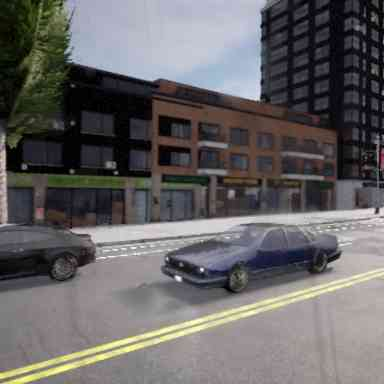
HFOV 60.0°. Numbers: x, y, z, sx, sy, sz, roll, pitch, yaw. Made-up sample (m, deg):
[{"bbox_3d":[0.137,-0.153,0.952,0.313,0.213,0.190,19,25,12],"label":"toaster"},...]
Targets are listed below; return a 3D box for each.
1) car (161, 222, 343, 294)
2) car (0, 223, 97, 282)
[{"bbox_3d":[1.873,1.552,8.982,5.357,1.411,2.033,0,0,-35],"label":"car"},{"bbox_3d":[-4.760,1.526,8.261,4.674,1.442,1.812,0,0,-35],"label":"car"}]
